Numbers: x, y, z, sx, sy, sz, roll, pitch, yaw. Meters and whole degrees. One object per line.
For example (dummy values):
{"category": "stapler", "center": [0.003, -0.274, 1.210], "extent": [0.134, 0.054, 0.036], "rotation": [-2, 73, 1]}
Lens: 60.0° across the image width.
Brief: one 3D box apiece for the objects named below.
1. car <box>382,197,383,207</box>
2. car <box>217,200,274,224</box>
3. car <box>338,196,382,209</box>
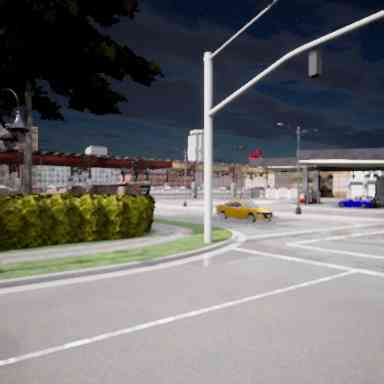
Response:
{"category": "car", "center": [25.790, 1.458, 47.397], "extent": [1.970, 1.475, 3.806], "rotation": [0, 0, -35]}
{"category": "car", "center": [3.978, 1.410, 25.445], "extent": [1.882, 1.535, 5.008], "rotation": [0, 0, -35]}
{"category": "car", "center": [21.519, 1.297, 43.480], "extent": [2.242, 1.667, 4.611], "rotation": [0, 0, -35]}
